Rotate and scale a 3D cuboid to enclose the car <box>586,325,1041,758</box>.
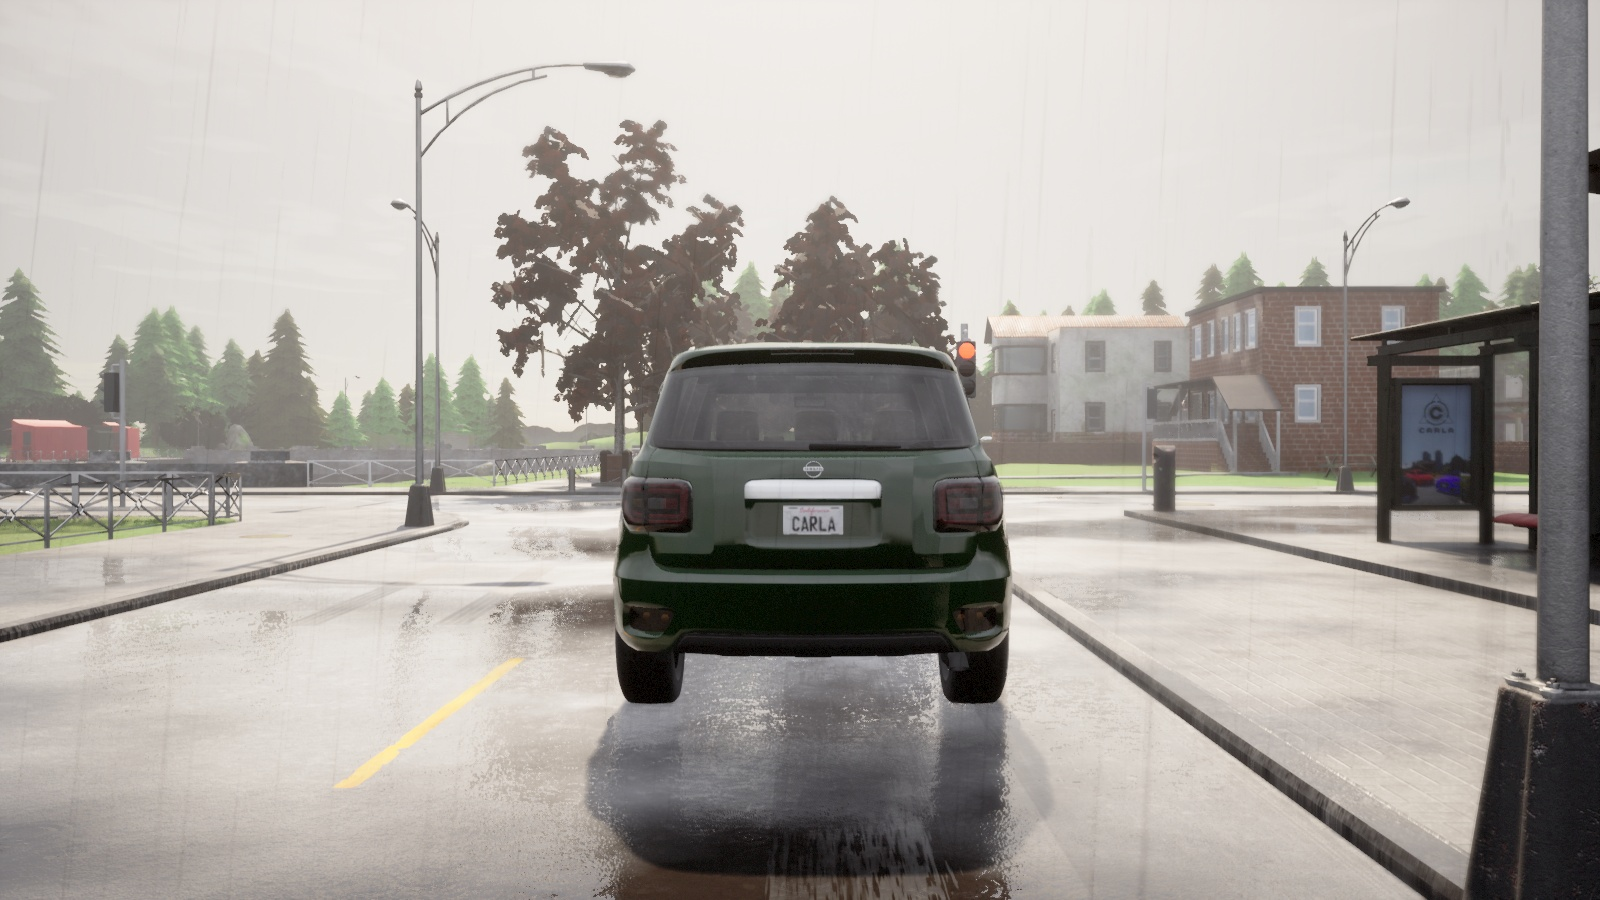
[{"bbox_3d":[0.072,0.416,8.721,2.150,2.045,5.566,0,0,0],"label":"car"}]
